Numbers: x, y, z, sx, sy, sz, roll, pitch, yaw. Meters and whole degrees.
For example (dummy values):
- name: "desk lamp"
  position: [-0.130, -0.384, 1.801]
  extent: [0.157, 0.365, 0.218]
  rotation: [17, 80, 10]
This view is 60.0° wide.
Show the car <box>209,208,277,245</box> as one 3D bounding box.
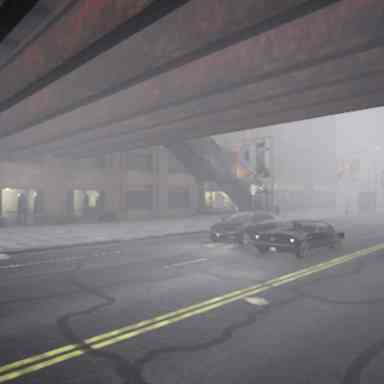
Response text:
- name: "car"
  position: [2.894, 1.752, 17.035]
  extent: [1.837, 1.490, 4.892]
  rotation: [-1, -1, 45]

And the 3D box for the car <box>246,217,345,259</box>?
- name: "car"
  position: [4.503, 1.803, 13.688]
  extent: [1.895, 1.301, 4.718]
  rotation: [-1, -1, 45]
